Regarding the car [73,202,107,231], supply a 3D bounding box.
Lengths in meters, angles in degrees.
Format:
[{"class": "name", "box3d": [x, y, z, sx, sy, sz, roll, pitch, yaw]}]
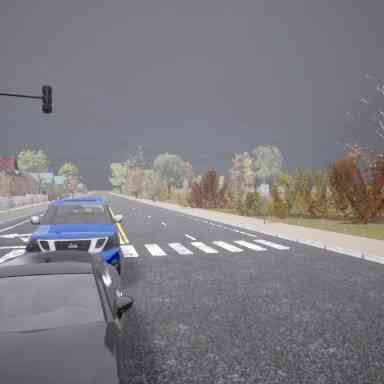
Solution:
[{"class": "car", "box3d": [-6.600, 1.468, 21.795, 1.882, 1.535, 5.008, 0, 0, -15]}]

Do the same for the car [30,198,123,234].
[{"class": "car", "box3d": [-3.360, 1.218, 9.982, 2.150, 2.045, 5.566, 0, 0, -15]}]

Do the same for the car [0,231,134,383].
[{"class": "car", "box3d": [-1.713, 1.524, 3.895, 1.812, 1.442, 4.674, 0, 0, -13]}]

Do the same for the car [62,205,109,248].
[{"class": "car", "box3d": [-5.025, 1.499, 16.052, 1.837, 1.490, 4.892, 0, 0, -15]}]

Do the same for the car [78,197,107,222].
[{"class": "car", "box3d": [-8.167, 1.338, 27.527, 2.097, 1.767, 4.553, 0, 0, -15]}]
